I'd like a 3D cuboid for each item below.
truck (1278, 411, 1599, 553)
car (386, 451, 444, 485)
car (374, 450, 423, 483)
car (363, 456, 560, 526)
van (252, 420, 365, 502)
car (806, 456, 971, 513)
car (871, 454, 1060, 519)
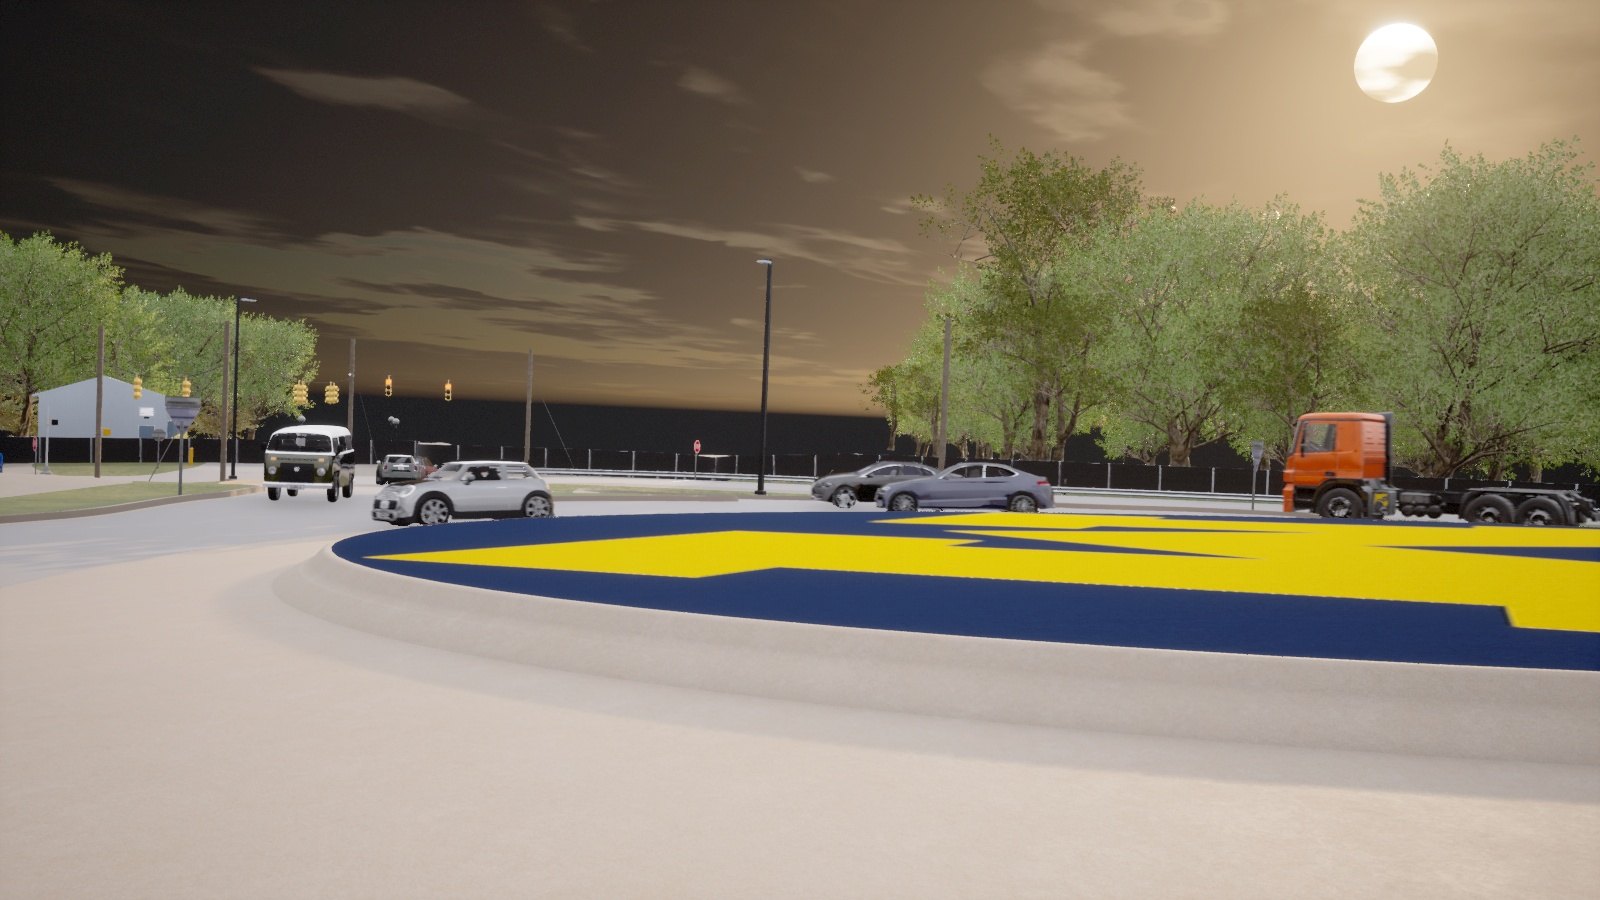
[{"bbox_3d":[18.113,0.757,35.520,7.936,3.462,2.891,3,1,40],"label":"truck"},{"bbox_3d":[-21.362,1.012,69.834,2.097,1.767,4.553,3,-1,-5],"label":"car"},{"bbox_3d":[-19.592,0.793,61.197,1.970,1.475,3.806,2,-1,-22],"label":"car"},{"bbox_3d":[-7.595,0.888,28.355,3.806,1.475,1.970,1,-1,-41],"label":"car"},{"bbox_3d":[-13.513,0.246,34.798,2.069,2.038,4.480,3,1,-11],"label":"van"},{"bbox_3d":[2.755,1.089,39.866,4.902,1.511,2.128,2,2,-6],"label":"car"},{"bbox_3d":[4.586,1.048,35.384,5.027,1.651,2.152,1,-3,1],"label":"car"}]
